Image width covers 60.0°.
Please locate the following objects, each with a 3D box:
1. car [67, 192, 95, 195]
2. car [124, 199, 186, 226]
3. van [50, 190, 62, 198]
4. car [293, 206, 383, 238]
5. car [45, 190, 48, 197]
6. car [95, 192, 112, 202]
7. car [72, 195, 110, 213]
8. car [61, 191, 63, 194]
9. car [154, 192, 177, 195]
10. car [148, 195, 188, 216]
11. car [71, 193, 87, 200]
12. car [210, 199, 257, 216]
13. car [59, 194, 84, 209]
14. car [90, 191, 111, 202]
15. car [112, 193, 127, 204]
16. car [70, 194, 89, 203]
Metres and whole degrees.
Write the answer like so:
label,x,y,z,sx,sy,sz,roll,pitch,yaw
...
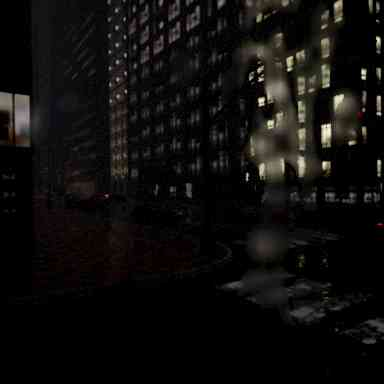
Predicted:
label,x,y,z,sx,sy,sz,roll,pitch,yaw
car,-15.553,1.105,45.939,2.128,1.511,4.902,-1,1,-34
car,-2.604,1.443,22.609,2.008,1.369,4.403,-1,1,-35
van,-32.221,0.509,80.193,1.690,1.788,3.998,-1,1,-35
car,7.884,1.457,17.551,2.033,1.411,5.357,-1,2,-28
car,-35.427,0.666,84.838,2.008,1.369,4.403,-1,1,-35
car,-13.941,1.047,49.071,1.837,1.490,4.892,-1,1,-34
car,-10.243,1.341,33.623,1.947,1.339,4.313,-1,1,-35
car,-25.810,0.711,70.911,1.967,1.590,4.097,-1,1,-35
car,-3.373,0.941,38.415,2.192,1.841,5.009,-1,1,-35
car,-2.209,1.312,26.530,2.128,1.511,4.902,-1,1,-35
car,-22.605,0.867,66.270,1.887,1.381,4.507,-1,1,-35
car,3.386,1.257,28.564,1.752,1.417,4.829,-1,1,-35
car,-13.450,1.277,38.266,2.008,1.369,4.403,-1,1,-35
car,-15.689,0.773,56.980,2.097,1.767,4.553,-1,1,-35
car,-11.700,0.986,51.265,1.837,1.490,4.892,-1,1,-35
car,-19.044,1.027,56.367,1.994,1.385,4.181,-1,1,-35
